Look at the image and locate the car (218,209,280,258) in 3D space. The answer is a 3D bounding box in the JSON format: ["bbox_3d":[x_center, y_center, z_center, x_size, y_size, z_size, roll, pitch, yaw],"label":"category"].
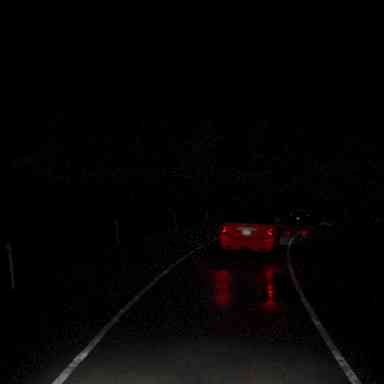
[{"bbox_3d":[2.463,1.453,13.565,2.097,1.767,4.553,1,0,16],"label":"car"}]

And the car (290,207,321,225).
[{"bbox_3d":[10.130,2.110,29.638,1.812,1.442,4.674,3,-1,34],"label":"car"}]
